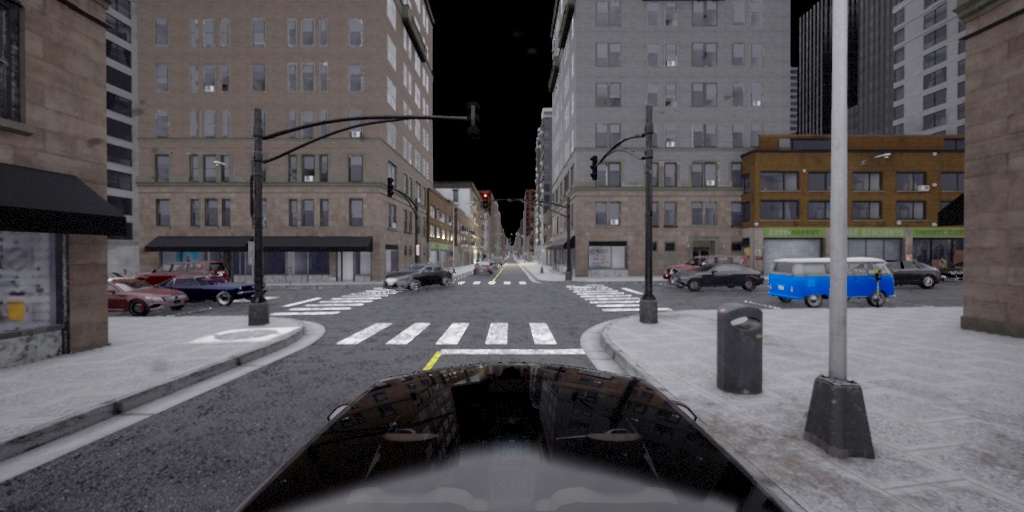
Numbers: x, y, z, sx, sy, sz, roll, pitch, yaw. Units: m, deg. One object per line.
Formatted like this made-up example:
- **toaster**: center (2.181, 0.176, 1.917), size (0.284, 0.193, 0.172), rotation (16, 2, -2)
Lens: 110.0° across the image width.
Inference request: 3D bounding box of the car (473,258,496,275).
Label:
- **car**: center (-3.071, 1.273, 38.923), size (1.812, 1.442, 4.674), rotation (0, 0, 0)

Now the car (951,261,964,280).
- **car**: center (28.930, 0.910, 22.255), size (4.313, 1.339, 1.948), rotation (0, 0, 0)

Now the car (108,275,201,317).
- **car**: center (-14.814, 1.524, 13.636), size (4.207, 1.307, 1.802), rotation (0, 0, 0)

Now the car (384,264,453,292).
- **car**: center (-5.567, 1.251, 21.867), size (2.128, 1.511, 4.902), rotation (0, 0, 27)

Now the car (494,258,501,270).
- **car**: center (-3.074, 1.324, 51.562), size (1.994, 1.385, 4.181), rotation (0, 0, 0)

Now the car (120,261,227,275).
- **car**: center (-20.338, 1.264, 22.149), size (5.009, 1.841, 2.192), rotation (0, 0, 0)

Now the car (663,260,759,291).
- **car**: center (11.108, 1.108, 19.567), size (4.674, 1.442, 1.812), rotation (-1, 0, 1)

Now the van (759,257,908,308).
- **van**: center (12.123, 0.954, 13.694), size (3.998, 1.789, 1.690), rotation (0, 0, 0)

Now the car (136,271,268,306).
- **car**: center (-13.949, 1.513, 16.300), size (4.718, 1.301, 1.895), rotation (-1, 0, 0)

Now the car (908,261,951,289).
- **car**: center (20.293, 0.975, 19.570), size (4.892, 1.490, 1.837), rotation (-1, 0, 0)

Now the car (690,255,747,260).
- **car**: center (12.103, 0.866, 22.219), size (5.009, 1.841, 2.192), rotation (0, 0, 0)

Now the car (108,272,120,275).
- **car**: center (-26.012, 1.545, 22.137), size (4.829, 1.417, 1.751), rotation (0, 0, 0)
